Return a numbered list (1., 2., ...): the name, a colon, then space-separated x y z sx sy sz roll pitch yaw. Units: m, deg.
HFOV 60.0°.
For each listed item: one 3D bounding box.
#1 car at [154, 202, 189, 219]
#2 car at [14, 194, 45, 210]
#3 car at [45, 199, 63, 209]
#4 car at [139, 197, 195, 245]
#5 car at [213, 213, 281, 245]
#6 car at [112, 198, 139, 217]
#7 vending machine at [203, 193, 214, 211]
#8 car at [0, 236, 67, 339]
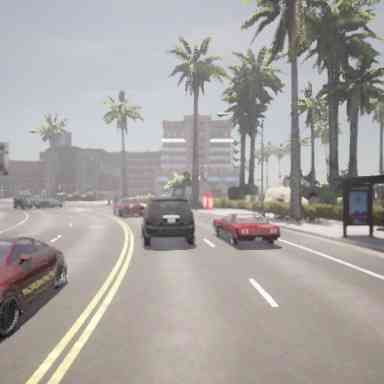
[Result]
1. car: -1.996 1.630 31.000 1.895 1.301 4.718 0 0 -21
2. car: -21.791 1.264 43.881 2.150 2.045 5.566 0 0 -42
3. car: -19.645 1.609 46.579 1.994 1.385 4.181 0 0 -43
4. car: -1.274 1.237 15.850 2.150 2.045 5.566 0 0 -10
5. car: 2.317 1.616 15.583 1.895 1.301 4.718 0 0 -10
6. car: -6.320 1.383 32.094 2.097 1.767 4.553 0 0 -23
7. vending machine: 2.025 1.234 40.306 1.100 2.100 0.880 0 0 -27
8. car: -3.906 1.570 6.355 1.994 1.385 4.181 0 0 -4
